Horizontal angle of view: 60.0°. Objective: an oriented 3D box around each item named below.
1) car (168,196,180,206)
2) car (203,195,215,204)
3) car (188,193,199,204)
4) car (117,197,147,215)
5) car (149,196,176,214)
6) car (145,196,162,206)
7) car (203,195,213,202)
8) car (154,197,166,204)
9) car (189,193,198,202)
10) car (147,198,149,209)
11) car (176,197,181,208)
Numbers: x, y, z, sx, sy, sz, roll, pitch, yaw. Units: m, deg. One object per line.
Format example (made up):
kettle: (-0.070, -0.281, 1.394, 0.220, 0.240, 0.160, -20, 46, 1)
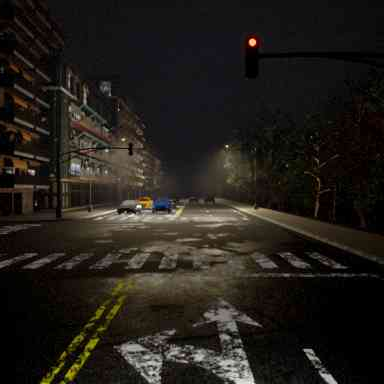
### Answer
car: (-3.004, 1.518, 55.900, 1.837, 1.490, 4.892, 0, 0, 0)
car: (3.543, 1.525, 66.077, 1.837, 1.490, 4.892, 0, 0, 0)
car: (0.396, 1.512, 66.498, 2.128, 1.511, 4.902, 0, 0, 0)
car: (-6.438, 1.551, 34.920, 2.033, 1.411, 5.357, 0, 0, 0)
car: (-3.179, 1.482, 36.357, 1.882, 1.535, 5.008, 0, 0, 1)
car: (-6.260, 1.504, 54.712, 2.128, 1.511, 4.902, 0, 0, 0)
car: (3.590, 1.498, 76.496, 2.033, 1.411, 5.357, 0, 0, 0)
car: (-6.212, 1.620, 65.036, 1.895, 1.301, 4.718, 0, 0, 0)
car: (0.341, 1.253, 76.588, 2.150, 2.045, 5.566, 0, 0, 0)
car: (-6.354, 1.485, 44.572, 1.882, 1.535, 5.008, 0, 0, 1)
car: (-3.090, 1.500, 45.838, 2.128, 1.511, 4.902, 0, 0, 1)
